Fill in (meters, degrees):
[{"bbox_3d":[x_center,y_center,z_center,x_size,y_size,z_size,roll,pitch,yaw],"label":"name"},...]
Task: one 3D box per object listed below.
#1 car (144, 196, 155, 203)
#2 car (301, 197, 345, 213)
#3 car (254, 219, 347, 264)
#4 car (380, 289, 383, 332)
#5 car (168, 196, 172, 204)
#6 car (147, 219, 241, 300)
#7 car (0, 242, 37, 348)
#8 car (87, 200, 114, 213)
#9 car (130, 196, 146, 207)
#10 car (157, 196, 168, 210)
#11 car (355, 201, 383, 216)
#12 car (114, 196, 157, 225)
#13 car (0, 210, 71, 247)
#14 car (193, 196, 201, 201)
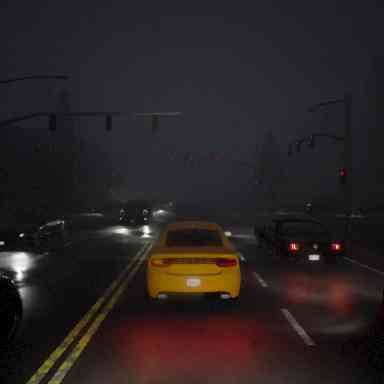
[{"bbox_3d":[-8.686,1.562,68.302,1.994,1.385,4.181,0,0,-1],"label":"car"},{"bbox_3d":[14.082,1.352,35.565,4.553,1.767,2.097,0,0,-2],"label":"car"},{"bbox_3d":[3.502,1.601,11.801,1.895,1.301,4.718,0,0,-1],"label":"car"},{"bbox_3d":[3.597,1.478,2.711,1.882,1.535,5.008,0,0,0],"label":"car"},{"bbox_3d":[-5.017,1.525,59.177,1.812,1.442,4.674,0,0,-1],"label":"car"},{"bbox_3d":[0.034,1.478,8.477,1.882,1.535,5.008,0,0,0],"label":"car"},{"bbox_3d":[-3.618,1.564,3.467,1.994,1.385,4.181,0,0,0],"label":"car"},{"bbox_3d":[-9.275,1.547,36.946,2.033,1.411,5.357,0,0,22],"label":"car"},{"bbox_3d":[-8.355,1.477,52.015,1.882,1.535,5.008,0,0,-1],"label":"car"},{"bbox_3d":[-4.501,1.491,42.916,2.128,1.511,4.902,0,0,-3],"label":"car"},{"bbox_3d":[18.772,1.547,32.200,5.357,1.411,2.033,0,0,-2],"label":"car"},{"bbox_3d":[-3.956,1.352,24.000,2.097,1.767,4.553,0,0,-2],"label":"car"},{"bbox_3d":[-7.226,1.547,15.216,2.033,1.411,5.357,0,0,-1],"label":"car"},{"bbox_3d":[1.303,1.594,88.213,1.895,1.301,4.718,0,0,-1],"label":"car"}]
